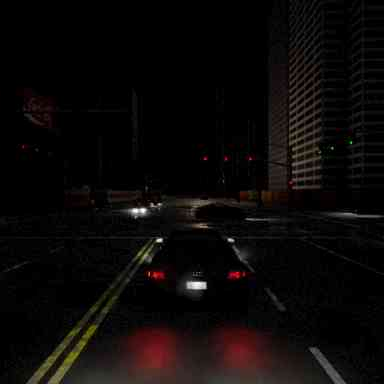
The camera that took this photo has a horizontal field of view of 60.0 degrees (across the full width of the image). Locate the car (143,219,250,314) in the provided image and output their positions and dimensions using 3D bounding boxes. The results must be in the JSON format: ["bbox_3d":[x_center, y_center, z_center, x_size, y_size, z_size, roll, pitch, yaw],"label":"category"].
[{"bbox_3d":[0.076,1.564,7.685,1.994,1.385,4.181,0,0,0],"label":"car"}]

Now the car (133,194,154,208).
[{"bbox_3d":[-7.214,1.491,48.065,2.128,1.511,4.902,0,0,0],"label":"car"}]

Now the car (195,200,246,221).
[{"bbox_3d":[2.325,1.564,27.134,4.181,1.385,1.994,0,0,0],"label":"car"}]

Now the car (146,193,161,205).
[{"bbox_3d":[-7.229,1.221,58.018,2.150,2.045,5.566,0,0,0],"label":"car"}]

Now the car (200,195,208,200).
[{"bbox_3d":[3.268,1.525,87.523,2.128,1.511,4.902,0,0,0],"label":"car"}]

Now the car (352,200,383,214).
[{"bbox_3d":[19.626,1.547,34.471,5.357,1.411,2.033,0,0,0],"label":"car"}]
